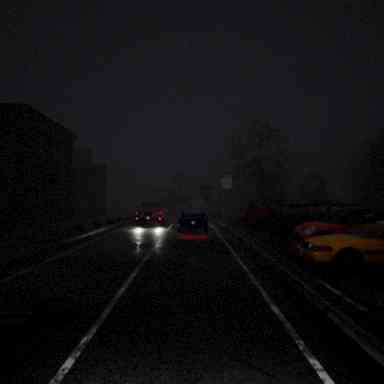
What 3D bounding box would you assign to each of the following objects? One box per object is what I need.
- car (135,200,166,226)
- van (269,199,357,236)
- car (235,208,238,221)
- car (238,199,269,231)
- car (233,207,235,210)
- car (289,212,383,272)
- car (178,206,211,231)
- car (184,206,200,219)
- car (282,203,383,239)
[{"bbox_3d":[-3.395,1.727,28.328,2.150,2.045,5.566,0,-2,0],"label":"car"},{"bbox_3d":[6.374,1.422,16.425,4.442,1.987,1.878,0,-1,0],"label":"van"},{"bbox_3d":[6.179,1.856,25.525,5.008,1.535,2.097,0,-2,-1],"label":"car"},{"bbox_3d":[6.236,1.527,22.616,5.566,2.045,2.435,0,-1,-1],"label":"car"},{"bbox_3d":[6.170,1.811,28.563,4.553,1.767,2.185,0,-2,-1],"label":"car"},{"bbox_3d":[6.114,1.550,10.465,5.366,1.575,1.946,0,-1,0],"label":"car"},{"bbox_3d":[0.066,1.818,23.012,1.882,1.535,5.008,0,-2,0],"label":"car"},{"bbox_3d":[0.019,2.556,41.217,1.837,1.490,4.892,0,-3,0],"label":"car"},{"bbox_3d":[6.310,1.468,13.386,4.553,1.767,2.185,0,-1,0],"label":"car"}]
